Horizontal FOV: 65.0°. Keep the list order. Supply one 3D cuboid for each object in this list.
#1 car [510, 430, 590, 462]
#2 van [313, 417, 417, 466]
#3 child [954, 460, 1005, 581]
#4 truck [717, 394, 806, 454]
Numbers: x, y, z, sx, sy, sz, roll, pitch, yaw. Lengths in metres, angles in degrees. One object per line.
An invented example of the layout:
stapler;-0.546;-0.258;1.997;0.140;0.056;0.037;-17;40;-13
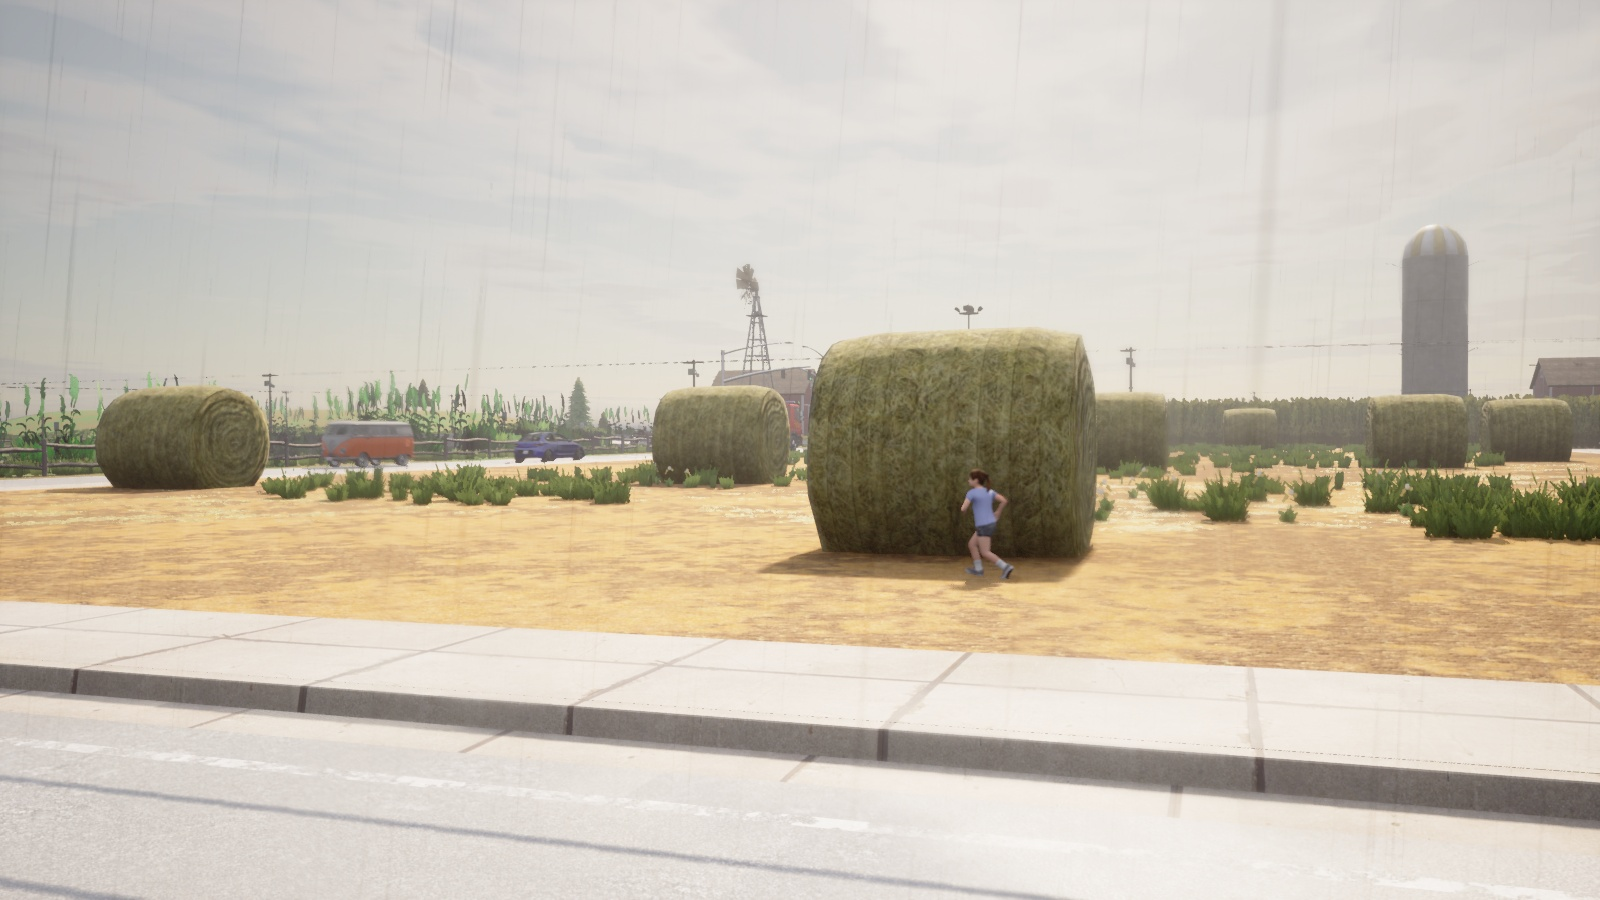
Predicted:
car;-12.078;-0.214;60.847;1.816;1.474;4.193;1;1;21
van;-18.575;-0.387;53.844;1.775;1.987;4.442;1;1;21
child;1.698;0.658;11.888;0.394;1.110;0.255;1;1;35
truck;-2.522;-1.747;85.215;2.891;3.827;8.468;1;1;22
